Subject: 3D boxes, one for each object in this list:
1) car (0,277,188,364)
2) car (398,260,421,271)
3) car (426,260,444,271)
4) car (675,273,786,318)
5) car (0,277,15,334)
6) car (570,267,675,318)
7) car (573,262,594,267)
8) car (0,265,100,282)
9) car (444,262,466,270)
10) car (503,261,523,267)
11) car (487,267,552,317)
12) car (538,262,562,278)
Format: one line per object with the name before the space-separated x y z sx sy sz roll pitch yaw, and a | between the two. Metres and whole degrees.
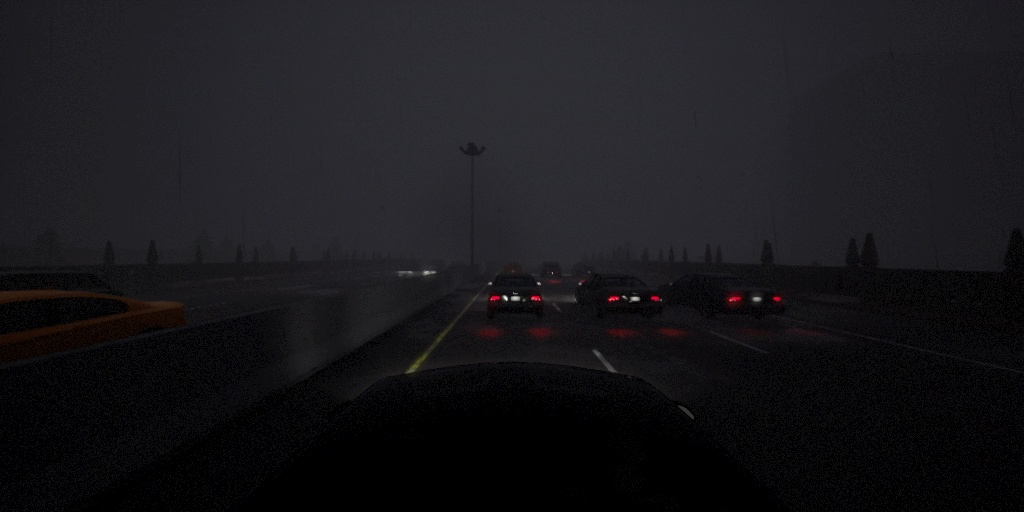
car | -7.100 1.229 4.683 1.882 1.535 5.008 0 0 0
car | -14.076 1.320 49.537 2.033 1.411 5.357 0 0 0
car | -10.570 1.266 50.016 2.128 1.511 4.902 0 0 0
car | 7.099 1.303 12.902 2.033 1.411 5.357 0 0 0
car | -14.088 1.278 7.179 1.812 1.442 4.674 0 0 0
car | 3.600 1.303 12.992 2.033 1.411 5.357 0 0 0
car | 7.086 1.292 35.328 1.812 1.442 4.674 0 0 0
car | -10.600 1.104 7.045 2.097 1.767 4.553 0 0 0
car | -7.086 1.372 46.252 1.895 1.301 4.718 0 0 0
car | 0.098 1.244 35.924 1.882 1.535 5.008 0 0 0
car | 0.100 1.303 13.096 2.033 1.411 5.357 0 0 0
car | 3.599 1.270 34.303 1.837 1.490 4.892 0 0 0
